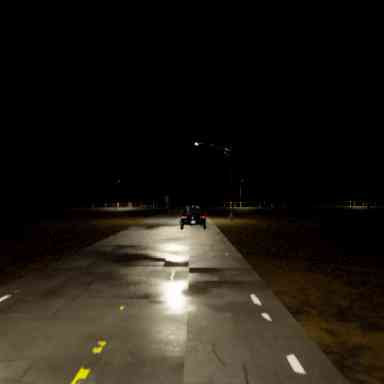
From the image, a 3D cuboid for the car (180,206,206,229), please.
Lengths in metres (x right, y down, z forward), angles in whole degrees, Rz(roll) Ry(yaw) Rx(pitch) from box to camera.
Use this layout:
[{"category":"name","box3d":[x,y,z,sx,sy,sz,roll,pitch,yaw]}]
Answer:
[{"category":"car","box3d":[0.095,1.931,25.121,1.812,1.442,4.674,0,-1,0]}]

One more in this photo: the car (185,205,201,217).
[{"category":"car","box3d":[0.090,2.384,42.119,1.895,1.301,4.718,0,-1,0]}]
